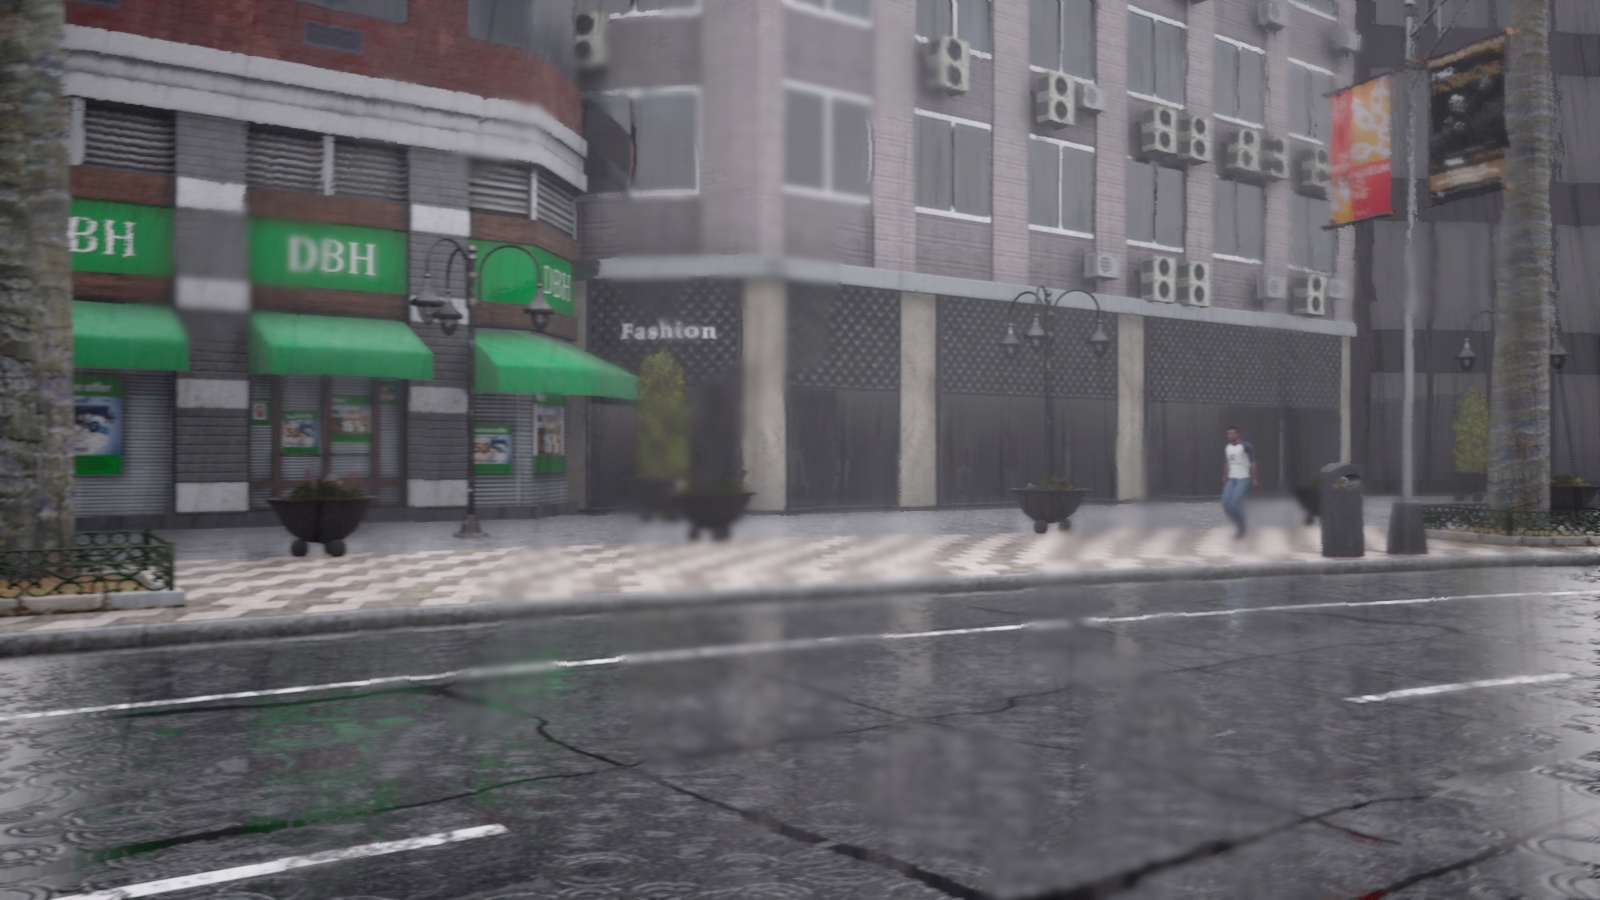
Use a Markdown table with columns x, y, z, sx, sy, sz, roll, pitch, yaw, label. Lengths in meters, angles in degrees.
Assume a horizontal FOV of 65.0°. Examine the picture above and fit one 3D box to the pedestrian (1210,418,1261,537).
| x | y | z | sx | sy | sz | roll | pitch | yaw | label |
| --- | --- | --- | --- | --- | --- | --- | --- | --- | --- |
| 6.823 | 0.430 | 19.659 | 0.706 | 1.836 | 0.354 | 0 | 0 | -25 | pedestrian |
